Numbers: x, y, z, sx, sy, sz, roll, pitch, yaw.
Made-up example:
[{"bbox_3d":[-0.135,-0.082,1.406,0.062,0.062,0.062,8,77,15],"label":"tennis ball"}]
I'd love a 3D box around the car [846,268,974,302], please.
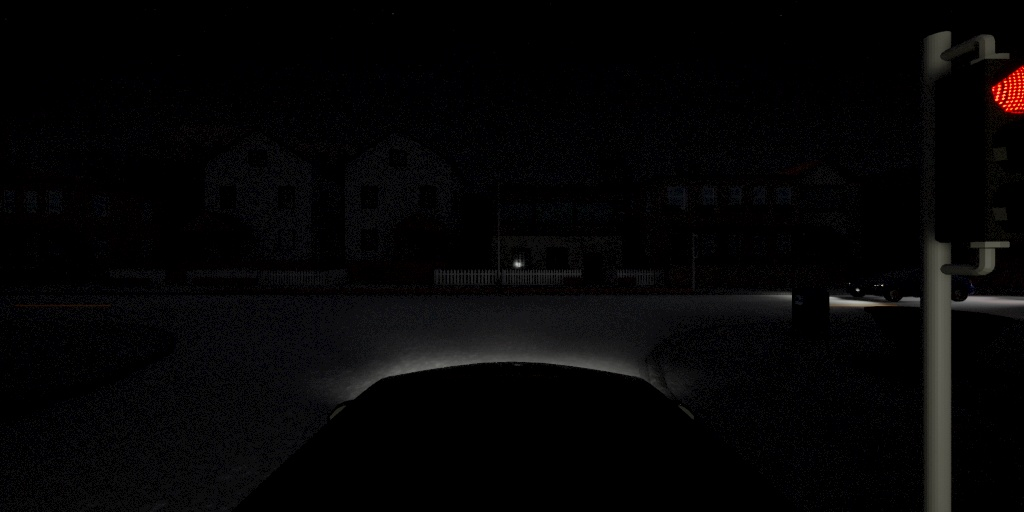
[{"bbox_3d":[18.190,1.276,16.455,4.674,1.442,1.812,0,0,0],"label":"car"}]
